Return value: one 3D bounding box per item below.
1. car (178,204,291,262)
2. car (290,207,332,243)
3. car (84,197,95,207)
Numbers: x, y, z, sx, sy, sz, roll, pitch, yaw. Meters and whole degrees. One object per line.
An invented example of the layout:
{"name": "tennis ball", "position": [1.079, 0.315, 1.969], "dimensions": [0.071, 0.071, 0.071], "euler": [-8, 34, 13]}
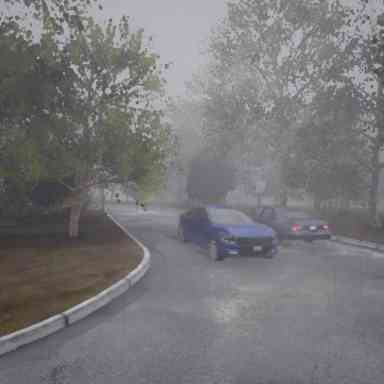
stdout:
{"name": "car", "position": [0.974, 1.210, 11.329], "dimensions": [1.882, 1.535, 5.008], "euler": [1, 1, -19]}
{"name": "car", "position": [3.553, 1.313, 14.400], "dimensions": [2.033, 1.411, 5.357], "euler": [1, 1, -19]}
{"name": "car", "position": [-12.728, 0.498, 33.657], "dimensions": [5.566, 2.045, 2.150], "euler": [1, -1, 4]}
